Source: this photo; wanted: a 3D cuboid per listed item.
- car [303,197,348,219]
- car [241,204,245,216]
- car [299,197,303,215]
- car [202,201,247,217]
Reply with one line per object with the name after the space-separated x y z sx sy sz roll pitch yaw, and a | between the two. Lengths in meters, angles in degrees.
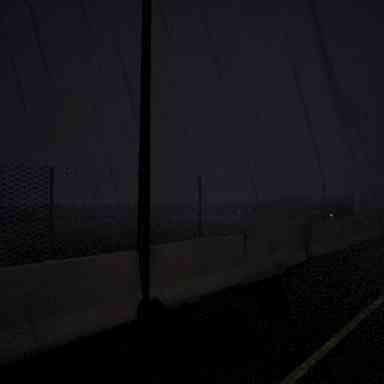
12.053 1.435 28.678 2.150 2.045 5.566 0 -1 43 | car
6.012 1.686 32.459 2.128 1.511 4.902 0 -1 43 | car
9.032 1.425 30.569 2.150 2.045 5.566 0 -1 43 | car
3.448 1.687 34.841 2.128 1.511 4.902 0 -1 43 | car
